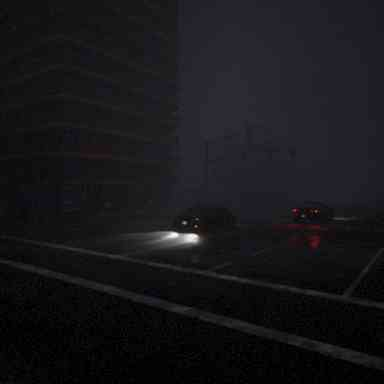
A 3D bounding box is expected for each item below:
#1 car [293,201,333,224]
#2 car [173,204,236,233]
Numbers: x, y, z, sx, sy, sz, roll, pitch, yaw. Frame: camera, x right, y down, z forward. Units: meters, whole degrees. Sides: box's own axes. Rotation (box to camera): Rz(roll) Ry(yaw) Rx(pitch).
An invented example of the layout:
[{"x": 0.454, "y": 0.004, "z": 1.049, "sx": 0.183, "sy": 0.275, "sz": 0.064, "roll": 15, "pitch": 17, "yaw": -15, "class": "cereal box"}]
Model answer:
[{"x": 8.497, "y": 1.348, "z": 23.290, "sx": 1.812, "sy": 1.442, "sz": 4.674, "roll": 1, "pitch": 1, "yaw": 35, "class": "car"}, {"x": 0.769, "y": 1.403, "z": 18.801, "sx": 1.994, "sy": 1.385, "sz": 4.181, "roll": 1, "pitch": 1, "yaw": 36, "class": "car"}]
